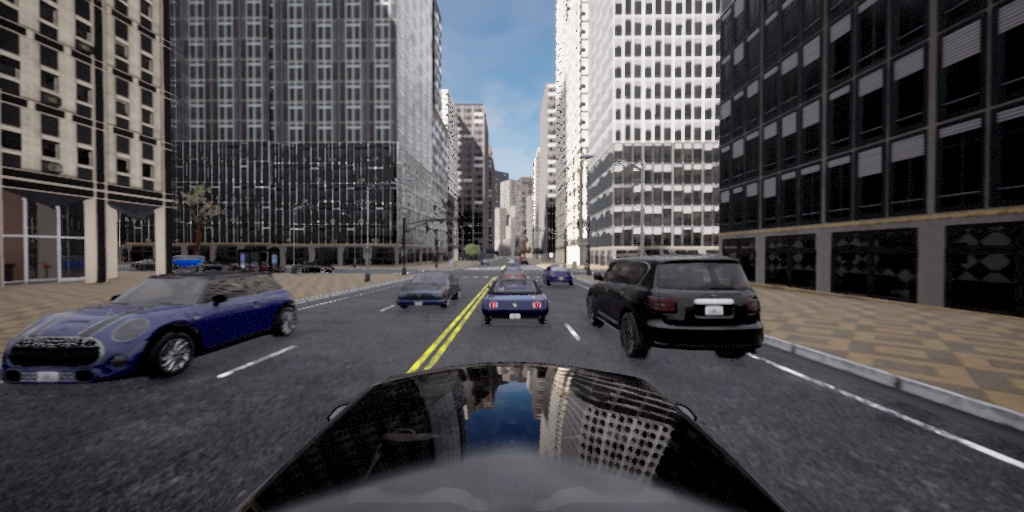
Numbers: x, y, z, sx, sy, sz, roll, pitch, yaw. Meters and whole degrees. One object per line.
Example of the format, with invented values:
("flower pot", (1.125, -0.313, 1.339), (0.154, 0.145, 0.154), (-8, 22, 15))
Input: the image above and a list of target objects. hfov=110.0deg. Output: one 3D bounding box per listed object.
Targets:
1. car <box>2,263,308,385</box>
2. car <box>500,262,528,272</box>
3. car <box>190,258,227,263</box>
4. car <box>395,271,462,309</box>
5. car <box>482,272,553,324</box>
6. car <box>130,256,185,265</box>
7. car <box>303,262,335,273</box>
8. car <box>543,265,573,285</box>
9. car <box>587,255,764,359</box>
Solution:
("car", (-6.604, 1.124, 7.346), (2.097, 1.767, 4.553), (0, 0, 0))
("car", (0.080, 1.400, 26.429), (1.994, 1.385, 4.181), (0, 0, 0))
("car", (-34.129, 1.231, 41.607), (4.313, 1.339, 1.948), (0, 0, 1))
("car", (-3.359, 1.349, 15.554), (2.033, 1.411, 5.357), (0, 0, 0))
("car", (0.092, 1.389, 12.134), (1.895, 1.301, 4.718), (0, 0, 0))
("car", (-44.066, 1.070, 44.479), (4.674, 1.442, 1.812), (1, 1, 2))
("car", (-22.764, 1.331, 41.309), (4.313, 1.339, 1.948), (0, 0, 1))
("car", (3.330, 1.362, 26.576), (1.812, 1.442, 4.674), (0, 0, 0))
("car", (3.343, 0.998, 8.603), (2.150, 2.045, 5.566), (0, 0, 0))
